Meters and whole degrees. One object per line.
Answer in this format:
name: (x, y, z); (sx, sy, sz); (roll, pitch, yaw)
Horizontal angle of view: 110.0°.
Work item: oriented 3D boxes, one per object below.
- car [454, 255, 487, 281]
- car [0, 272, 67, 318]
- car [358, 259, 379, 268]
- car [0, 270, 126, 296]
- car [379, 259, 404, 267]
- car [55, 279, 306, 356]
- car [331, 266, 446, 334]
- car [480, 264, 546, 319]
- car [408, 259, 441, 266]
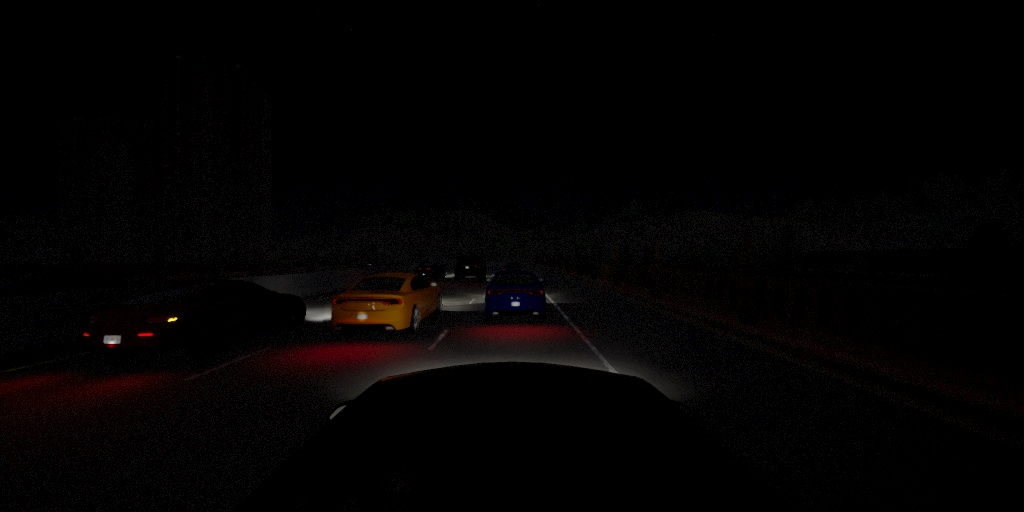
car: (-3.388, 0.950, 29.782); (2.150, 2.045, 5.566); (0, 0, 0)
car: (-17.597, 1.292, 10.671); (2.033, 1.411, 5.357); (0, 0, 0)
car: (-21.029, 1.207, 53.171); (1.882, 1.535, 5.008); (0, 0, 1)
car: (-14.096, 1.222, 10.803); (1.882, 1.535, 5.008); (0, 0, 0)
car: (-17.533, 1.207, 53.415); (1.882, 1.535, 5.008); (0, 0, 0)
car: (-6.897, 1.271, 8.490); (1.812, 1.442, 4.674); (0, 0, 0)
car: (-3.397, 1.221, 10.619); (1.882, 1.535, 5.008); (0, 0, 0)
car: (0.105, 1.219, 12.744); (1.882, 1.535, 5.008); (0, 0, 0)
car: (-6.887, 1.220, 30.434); (2.128, 1.511, 4.902); (0, 0, 0)
